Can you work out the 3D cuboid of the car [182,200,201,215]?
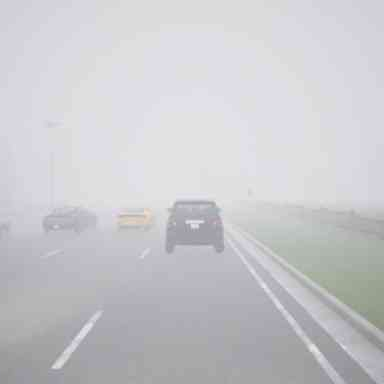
[{"bbox_3d":[-0.136,1.651,36.593,1.837,1.490,4.892,0,0,-3],"label":"car"}]

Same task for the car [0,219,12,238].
[{"bbox_3d":[-10.399,1.662,15.383,1.895,1.301,4.718,0,0,0],"label":"car"}]

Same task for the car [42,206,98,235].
[{"bbox_3d":[-6.900,1.569,19.356,2.128,1.511,4.902,0,0,0],"label":"car"}]

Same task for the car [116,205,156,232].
[{"bbox_3d":[-3.400,1.561,20.979,1.882,1.535,5.008,0,0,0],"label":"car"}]

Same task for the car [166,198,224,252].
[{"bbox_3d":[0.102,1.280,14.240,2.150,2.045,5.566,0,0,0],"label":"car"}]
